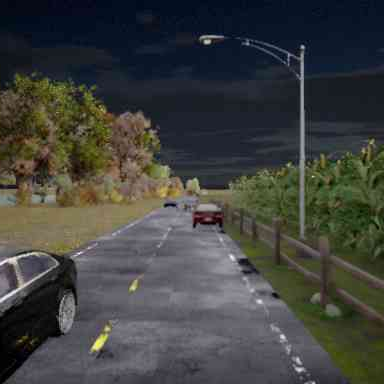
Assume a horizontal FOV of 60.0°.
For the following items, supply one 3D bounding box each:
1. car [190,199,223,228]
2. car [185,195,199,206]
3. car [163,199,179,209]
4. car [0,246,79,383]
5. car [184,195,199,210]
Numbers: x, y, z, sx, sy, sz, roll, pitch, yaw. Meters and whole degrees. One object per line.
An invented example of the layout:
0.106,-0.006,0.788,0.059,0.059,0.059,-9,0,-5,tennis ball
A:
0.963,1.470,22.206,1.882,1.535,5.008,0,0,0,car
0.003,1.341,53.927,2.097,1.767,4.553,0,0,0,car
-2.831,1.591,45.425,1.895,1.301,4.718,0,0,0,car
-2.851,1.490,3.822,2.128,1.511,4.902,0,0,0,car
0.020,1.482,42.348,2.128,1.511,4.902,0,0,0,car
